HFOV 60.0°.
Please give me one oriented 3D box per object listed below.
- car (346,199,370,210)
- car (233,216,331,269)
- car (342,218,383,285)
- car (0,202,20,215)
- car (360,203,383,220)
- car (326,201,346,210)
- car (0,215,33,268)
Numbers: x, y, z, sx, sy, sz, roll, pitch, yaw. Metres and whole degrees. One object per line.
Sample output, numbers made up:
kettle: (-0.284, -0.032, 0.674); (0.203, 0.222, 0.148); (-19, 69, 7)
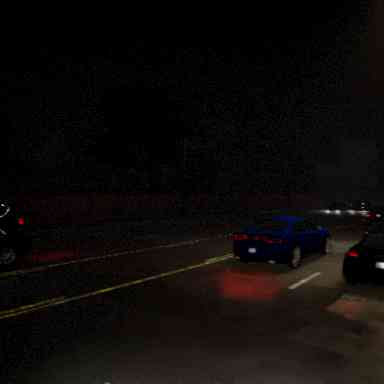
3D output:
car: (24.833, 1.789, 49.061); (2.097, 1.767, 4.553); (-1, -1, 40)
car: (3.371, 1.600, 11.846); (1.882, 1.535, 5.008); (-1, -1, 40)
car: (5.603, 1.640, 9.050); (1.994, 1.385, 4.181); (-1, -1, 40)
car: (-9.560, 1.435, 12.988); (2.150, 2.045, 5.566); (-1, -1, 40)
car: (15.102, 1.769, 26.064); (2.033, 1.411, 5.357); (-1, -1, 40)
car: (22.513, 2.085, 51.733); (1.895, 1.301, 4.718); (-1, -1, 40)
car: (-7.460, 1.671, 10.030); (1.837, 1.490, 4.892); (-1, -1, 40)
